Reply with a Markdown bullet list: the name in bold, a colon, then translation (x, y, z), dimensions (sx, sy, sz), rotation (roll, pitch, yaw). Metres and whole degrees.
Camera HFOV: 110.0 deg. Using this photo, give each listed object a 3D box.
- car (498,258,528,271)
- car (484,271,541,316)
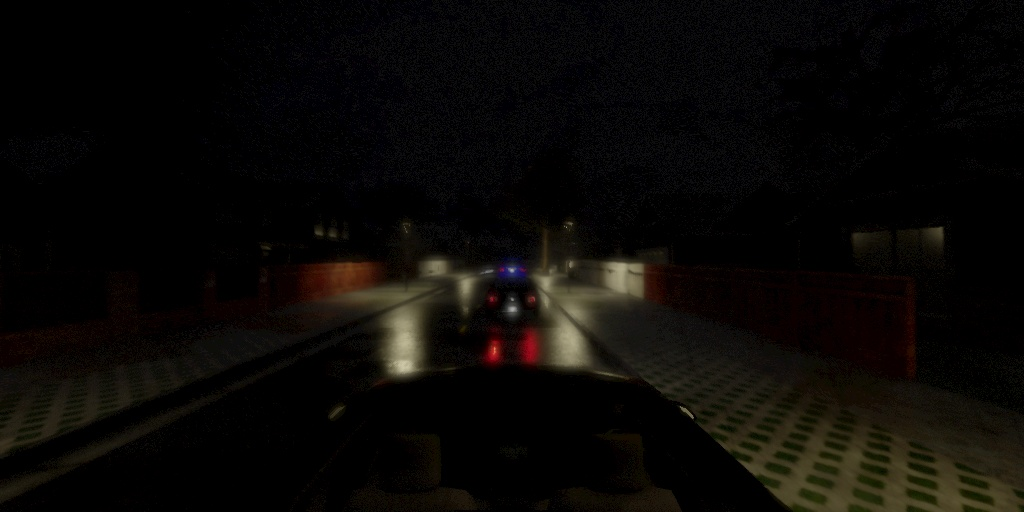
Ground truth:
- **car**: translation (0.067, 1.151, 28.260), dimensions (2.150, 2.045, 5.566), rotation (0, 0, 1)
- **car**: translation (0.038, 1.431, 13.729), dimensions (1.895, 1.301, 4.718), rotation (0, 0, 1)
